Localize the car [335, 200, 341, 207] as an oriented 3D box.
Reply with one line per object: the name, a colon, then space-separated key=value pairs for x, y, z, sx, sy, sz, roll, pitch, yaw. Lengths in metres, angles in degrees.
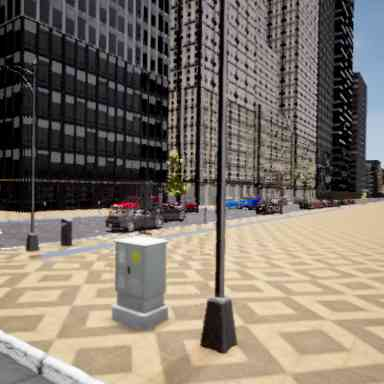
car: x=28.428 y=2.343 z=68.145 sx=1.947 sy=1.339 sz=4.313 roll=1 pitch=0 yaw=35

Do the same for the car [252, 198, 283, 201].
car: x=10.751 y=1.968 z=47.317 sx=1.837 sy=1.490 sz=4.892 roll=1 pitch=1 yaw=36

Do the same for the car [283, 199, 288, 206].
car: x=18.329 y=2.141 z=68.294 sx=1.802 sy=1.307 sz=4.206 roll=1 pitch=0 yaw=35

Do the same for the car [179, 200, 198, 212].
car: x=-0.980 y=1.669 z=40.497 sx=1.967 sy=1.590 sz=4.097 roll=1 pitch=0 yaw=35

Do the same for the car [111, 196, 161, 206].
car: x=-4.968 y=1.394 z=30.189 sx=2.150 sy=2.045 sz=5.566 roll=1 pitch=0 yaw=35

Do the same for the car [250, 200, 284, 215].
car: x=9.114 y=2.014 z=40.341 sx=1.947 sy=1.339 sz=4.313 roll=1 pitch=0 yaw=35

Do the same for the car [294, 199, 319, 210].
car: x=18.771 y=2.179 z=54.243 sx=1.947 sy=1.339 sz=4.313 roll=1 pitch=0 yaw=35

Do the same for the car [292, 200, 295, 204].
car: x=24.765 y=2.234 z=77.560 sx=1.947 sy=1.339 sz=4.313 roll=1 pitch=0 yaw=35

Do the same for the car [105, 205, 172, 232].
car: x=-3.655 y=1.778 z=21.733 sx=2.008 sy=1.369 sz=4.403 roll=1 pitch=0 yaw=35

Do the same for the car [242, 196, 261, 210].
car: x=8.731 y=1.637 z=49.760 sx=2.150 sy=2.045 sz=5.566 roll=1 pitch=0 yaw=35

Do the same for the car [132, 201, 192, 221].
car: x=-2.438 y=1.737 z=28.274 sx=1.837 sy=1.490 sz=4.892 roll=1 pitch=0 yaw=35

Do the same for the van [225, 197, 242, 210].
van: x=5.458 y=1.681 z=49.763 sx=1.690 sy=1.788 sz=3.998 roll=1 pitch=0 yaw=35

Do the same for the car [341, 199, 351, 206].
car: x=34.867 y=2.452 z=77.414 sx=1.947 sy=1.339 sz=4.313 roll=1 pitch=0 yaw=35

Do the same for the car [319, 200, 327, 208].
car: x=21.989 y=2.250 z=58.877 sx=1.802 sy=1.307 sz=4.206 roll=1 pitch=0 yaw=35

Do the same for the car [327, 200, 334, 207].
car: x=25.211 y=2.163 z=63.512 sx=1.967 sy=1.590 sz=4.097 roll=1 pitch=0 yaw=35
